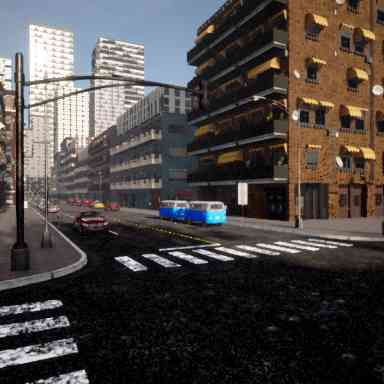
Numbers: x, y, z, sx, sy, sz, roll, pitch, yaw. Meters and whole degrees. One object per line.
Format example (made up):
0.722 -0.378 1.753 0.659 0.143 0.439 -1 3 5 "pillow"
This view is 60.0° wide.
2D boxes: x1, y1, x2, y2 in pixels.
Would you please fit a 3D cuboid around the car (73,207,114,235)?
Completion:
-6.499 1.864 21.167 1.802 1.307 4.206 -1 0 -27 "car"

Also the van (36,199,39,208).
-27.106 2.195 60.964 1.690 1.788 3.998 -1 0 -27 "van"

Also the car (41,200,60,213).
-19.376 2.221 46.040 1.802 1.307 4.206 -1 0 -27 "car"

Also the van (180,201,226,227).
0.922 1.590 24.979 1.690 1.788 3.998 -1 0 -27 "van"

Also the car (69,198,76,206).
-27.407 2.352 79.700 2.192 1.841 5.009 -1 0 -27 "car"

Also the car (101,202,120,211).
-11.950 2.188 49.852 1.802 1.307 4.206 -1 0 -27 "car"

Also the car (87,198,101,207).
-17.179 2.277 59.953 1.752 1.417 4.829 -1 0 -27 "car"

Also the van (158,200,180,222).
-1.653 1.662 29.955 1.690 1.788 3.998 -1 0 -27 "van"

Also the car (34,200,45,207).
-34.863 2.620 75.869 2.008 1.369 4.403 -1 0 -27 "car"

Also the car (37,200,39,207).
-24.526 2.333 55.989 2.008 1.369 4.403 -1 0 -27 "car"

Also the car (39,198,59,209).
-21.954 2.151 51.015 1.967 1.590 4.097 -1 0 -27 "car"

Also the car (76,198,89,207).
-22.256 2.208 69.751 2.192 1.841 5.009 -1 0 -27 "car"

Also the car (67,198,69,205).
-32.557 2.495 89.650 2.192 1.841 5.009 -1 0 -27 "car"

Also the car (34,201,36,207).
-32.278 2.313 70.903 2.192 1.841 5.009 -1 0 -27 "car"
